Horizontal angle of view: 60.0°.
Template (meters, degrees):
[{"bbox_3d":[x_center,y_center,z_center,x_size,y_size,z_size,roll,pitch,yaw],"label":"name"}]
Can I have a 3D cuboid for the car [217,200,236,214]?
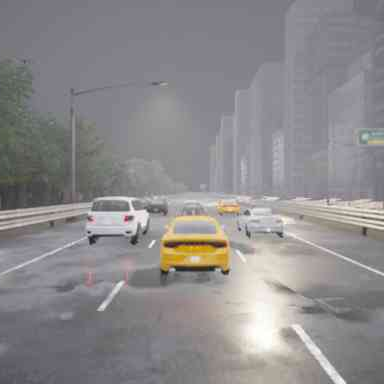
[{"bbox_3d":[3.596,1.544,33.899,1.882,1.535,5.008,0,0,0],"label":"car"}]

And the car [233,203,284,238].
[{"bbox_3d":[3.584,1.559,17.912,1.812,1.442,4.674,0,0,0],"label":"car"}]

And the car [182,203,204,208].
[{"bbox_3d":[0.094,1.599,27.637,2.033,1.411,5.357,0,0,0],"label":"car"}]

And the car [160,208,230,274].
[{"bbox_3d":[0.088,1.497,10.665,1.882,1.535,5.008,0,0,0],"label":"car"}]

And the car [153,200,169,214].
[{"bbox_3d":[-3.404,1.543,33.895,1.882,1.535,5.008,0,0,0],"label":"car"}]

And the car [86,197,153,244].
[{"bbox_3d":[-3.411,1.251,16.103,2.150,2.045,5.566,0,0,-1],"label":"car"}]
